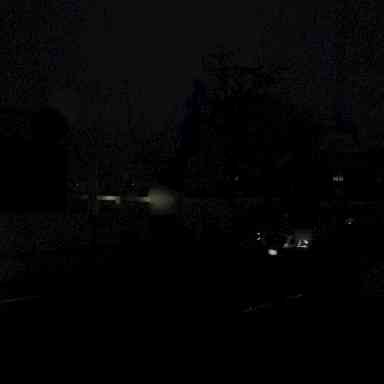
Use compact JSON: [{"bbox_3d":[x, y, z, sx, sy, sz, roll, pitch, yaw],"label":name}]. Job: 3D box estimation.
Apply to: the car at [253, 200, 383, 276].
[{"bbox_3d":[4.463,1.301,10.724,5.566,2.045,2.150,0,0,-35],"label":"car"}]
